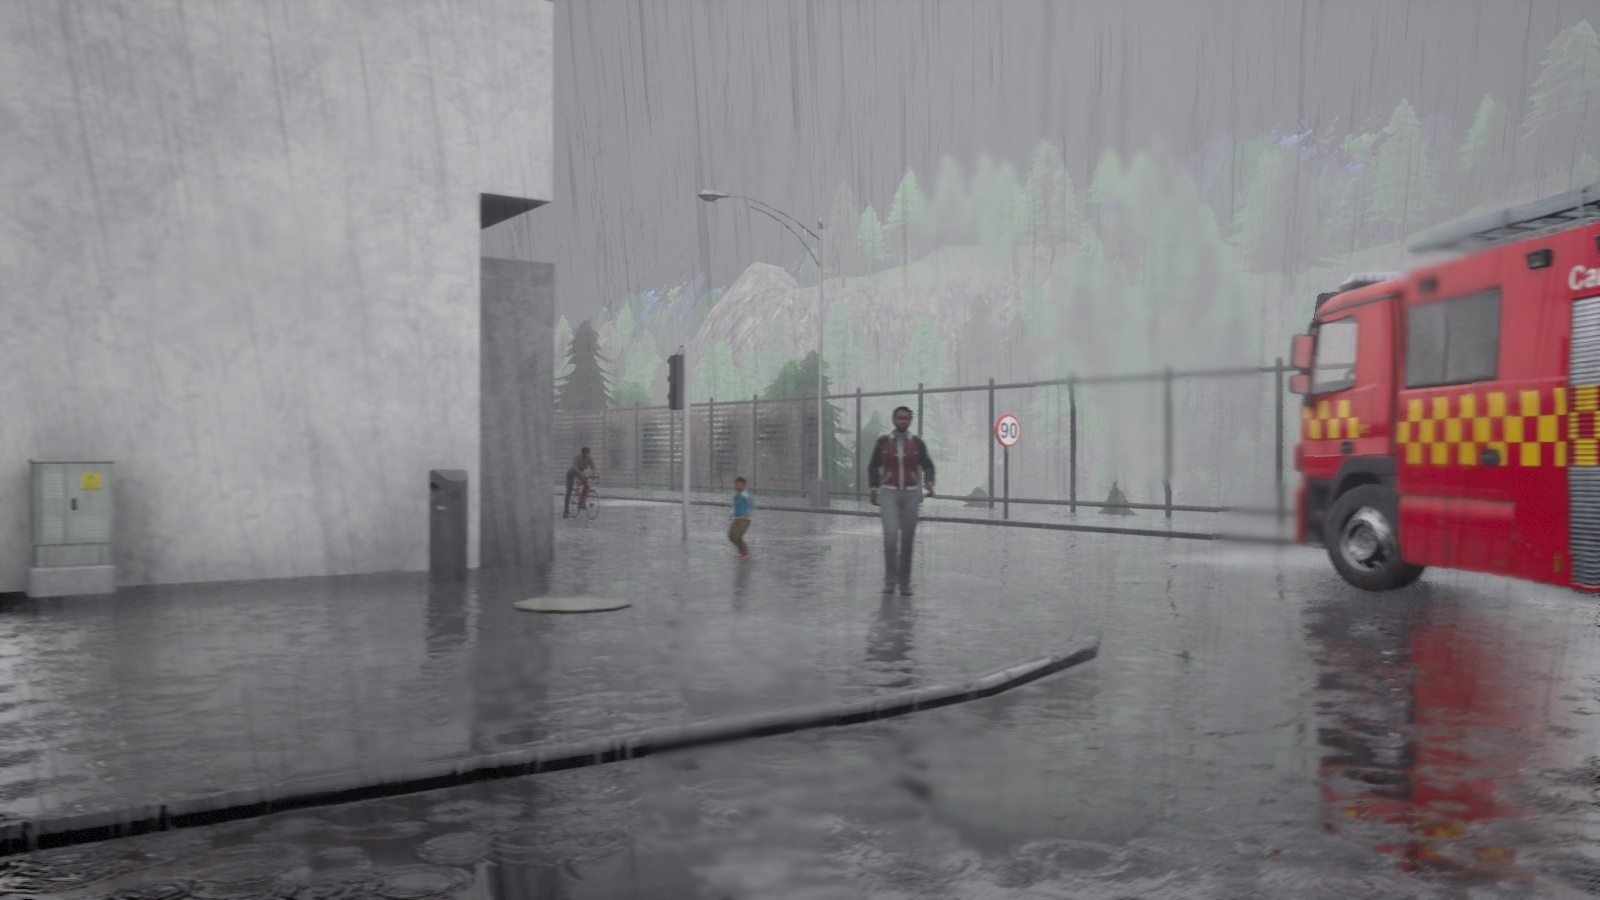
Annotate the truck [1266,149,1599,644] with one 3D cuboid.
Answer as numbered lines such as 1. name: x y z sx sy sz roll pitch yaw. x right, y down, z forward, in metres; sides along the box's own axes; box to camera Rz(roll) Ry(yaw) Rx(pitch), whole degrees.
1. truck: 7.523 -0.412 11.427 2.891 3.827 8.468 0 0 -4

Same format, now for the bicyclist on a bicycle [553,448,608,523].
1. bicyclist on a bicycle: -4.935 0.773 28.189 0.582 1.620 1.656 0 0 -35

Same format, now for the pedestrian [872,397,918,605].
1. pedestrian: 0.903 0.472 11.967 0.402 1.930 0.666 0 0 2

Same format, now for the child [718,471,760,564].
1. child: -0.802 0.874 16.522 0.343 1.192 0.448 0 0 42
